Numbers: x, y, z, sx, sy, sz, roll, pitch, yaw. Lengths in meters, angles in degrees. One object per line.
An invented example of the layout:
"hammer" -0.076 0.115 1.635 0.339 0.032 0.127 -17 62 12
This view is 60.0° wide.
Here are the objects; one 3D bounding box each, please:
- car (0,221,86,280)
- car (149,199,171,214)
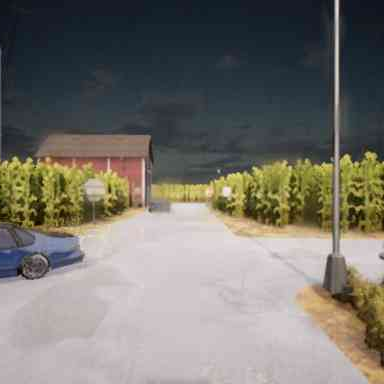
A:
"car" -5.312 1.406 7.730 5.357 1.411 2.033 1 2 -40
"car" -3.114 1.422 33.030 1.994 1.385 4.181 0 0 0
